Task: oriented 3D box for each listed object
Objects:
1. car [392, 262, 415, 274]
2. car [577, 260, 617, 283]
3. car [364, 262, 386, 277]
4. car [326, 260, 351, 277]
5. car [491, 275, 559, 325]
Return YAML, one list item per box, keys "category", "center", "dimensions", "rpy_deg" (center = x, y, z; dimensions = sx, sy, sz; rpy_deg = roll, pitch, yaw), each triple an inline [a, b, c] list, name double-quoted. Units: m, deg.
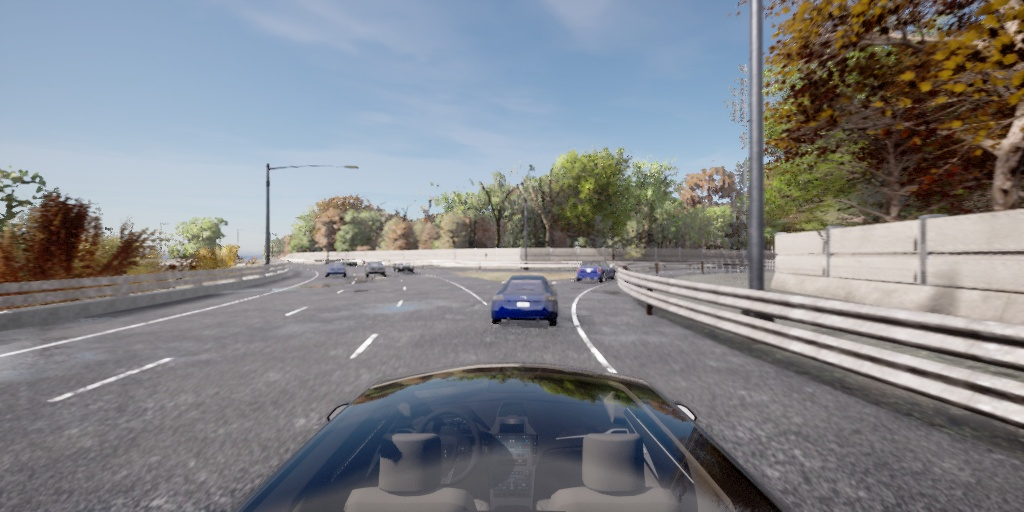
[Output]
- category: "car"
  center: [-12.901, 1.376, 42.244]
  dimensions: [1.895, 1.301, 4.718]
  rpy_deg: [0, 0, -27]
- category: "car"
  center: [6.834, 1.116, 28.537]
  dimensions: [2.097, 1.767, 4.553]
  rpy_deg: [0, 0, 32]
- category: "car"
  center: [-13.823, 1.320, 36.218]
  dimensions: [2.033, 1.411, 5.357]
  rpy_deg: [0, 0, -24]
- category: "car"
  center: [-17.397, 1.320, 35.614]
  dimensions: [2.033, 1.411, 5.357]
  rpy_deg: [0, 0, -25]
- category: "car"
  center: [0.553, 1.320, 11.975]
  dimensions: [1.994, 1.385, 4.181]
  rpy_deg: [0, 0, 7]
